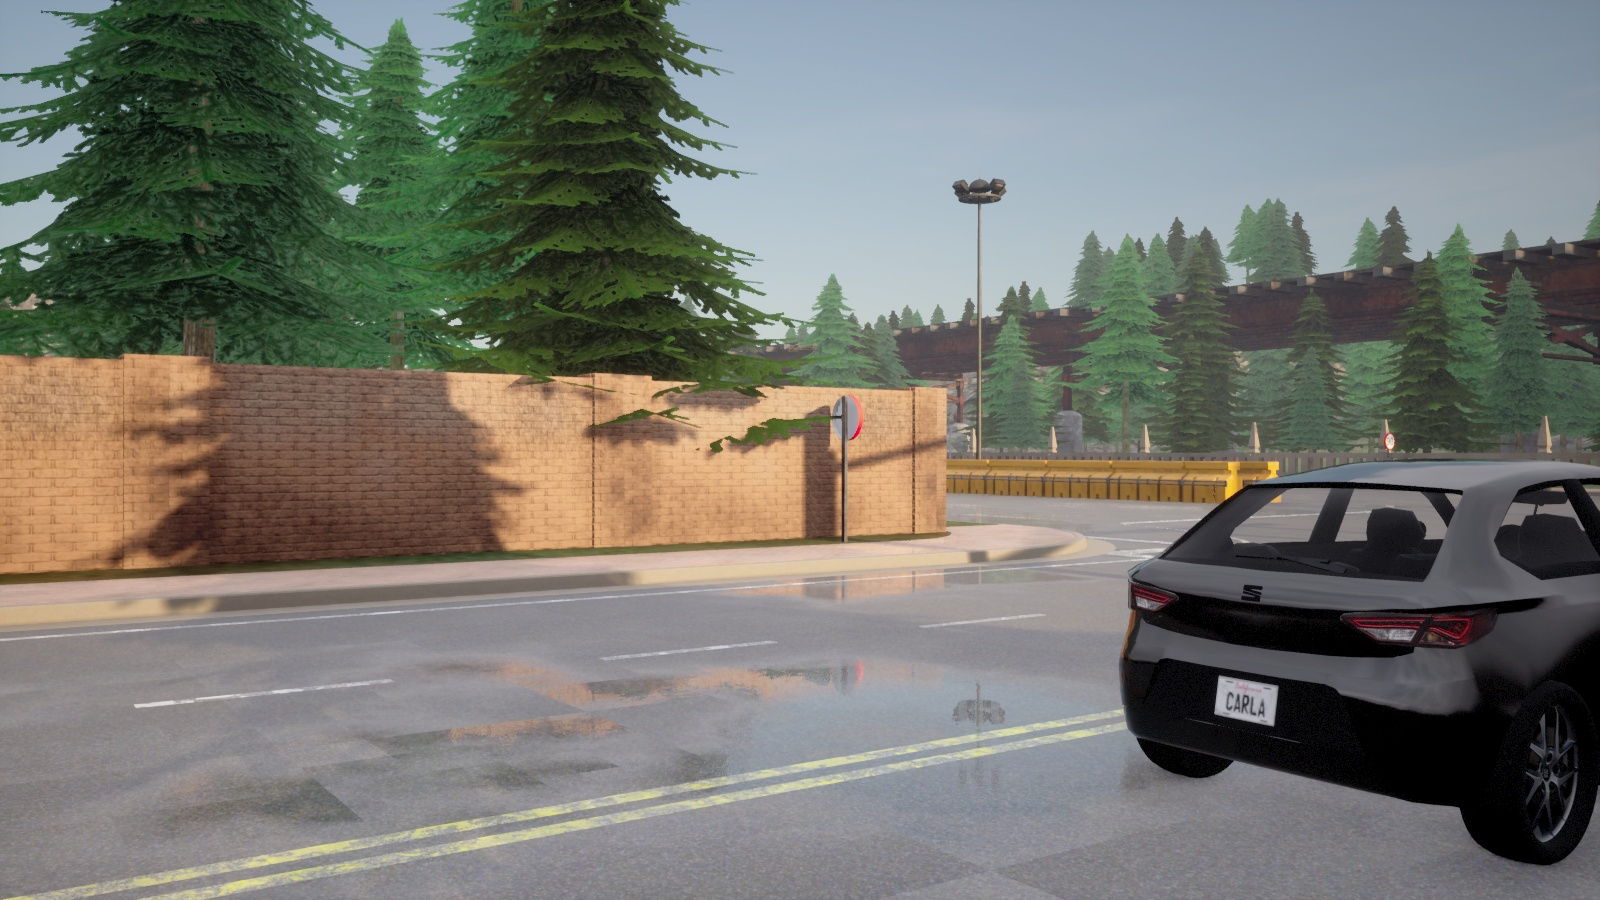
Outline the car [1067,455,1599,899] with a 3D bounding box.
[{"bbox_3d":[3.427,0.766,6.046,4.193,1.474,1.816,0,0,-35],"label":"car"}]
